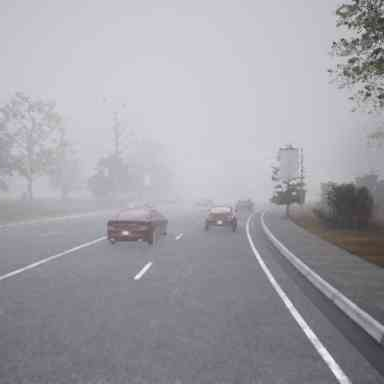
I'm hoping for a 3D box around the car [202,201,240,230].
[{"bbox_3d":[1.911,1.535,21.015,1.812,1.442,4.674,0,0,9],"label":"car"}]

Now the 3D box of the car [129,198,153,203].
[{"bbox_3d":[-5.678,1.465,36.991,2.128,1.511,4.902,0,0,15],"label":"car"}]

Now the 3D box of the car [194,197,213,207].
[{"bbox_3d":[1.871,1.508,49.680,1.837,1.490,4.892,0,0,20],"label":"car"}]

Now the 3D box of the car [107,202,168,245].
[{"bbox_3d":[-2.370,1.471,15.593,1.882,1.535,5.008,0,0,6],"label":"car"}]

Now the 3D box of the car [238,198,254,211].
[{"bbox_3d":[6.566,1.521,41.070,2.128,1.511,4.902,0,0,17],"label":"car"}]
